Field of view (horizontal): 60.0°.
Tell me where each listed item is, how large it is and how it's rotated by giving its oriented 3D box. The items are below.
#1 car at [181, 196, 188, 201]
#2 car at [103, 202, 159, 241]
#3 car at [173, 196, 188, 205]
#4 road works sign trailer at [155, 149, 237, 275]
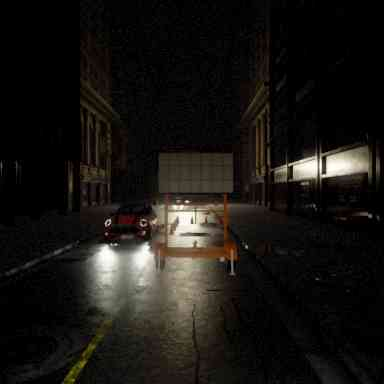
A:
[{"bbox_3d":[-1.934,1.660,86.821,1.895,1.301,4.718,0,0,1],"label":"car"},{"bbox_3d":[-2.906,1.356,16.597,2.097,1.767,4.553,0,0,1],"label":"car"},{"bbox_3d":[-2.349,1.523,59.369,2.128,1.511,4.902,0,0,1],"label":"car"},{"bbox_3d":[0.117,0.466,10.429,2.380,3.560,2.880,0,0,1],"label":"road works sign trailer"}]
